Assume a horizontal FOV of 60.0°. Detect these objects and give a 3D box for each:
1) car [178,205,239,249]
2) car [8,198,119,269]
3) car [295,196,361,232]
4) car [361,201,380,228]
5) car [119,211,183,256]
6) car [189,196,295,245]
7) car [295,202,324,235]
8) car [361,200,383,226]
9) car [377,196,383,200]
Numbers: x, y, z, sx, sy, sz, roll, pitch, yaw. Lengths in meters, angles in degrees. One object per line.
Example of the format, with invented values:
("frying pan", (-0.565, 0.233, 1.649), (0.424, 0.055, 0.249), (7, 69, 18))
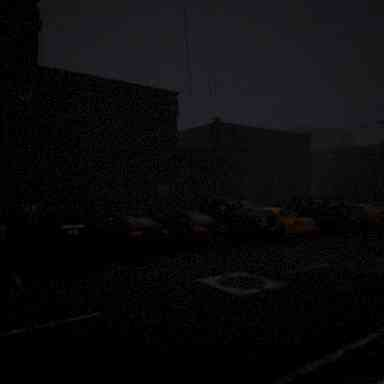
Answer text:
("car", (-0.385, 1.521, 14.693), (2.002, 1.452, 4.674), (0, 0, -35))
("car", (-4.877, 1.223, 11.531), (2.435, 2.045, 5.566), (0, 0, -35))
("car", (6.441, 1.247, 19.595), (2.435, 2.045, 5.566), (0, 0, -35))
("car", (8.716, 1.506, 21.188), (2.231, 1.521, 4.892), (0, 0, -35))
("car", (-2.596, 1.517, 13.118), (2.002, 1.452, 4.674), (0, 0, -35))
("car", (1.844, 1.234, 16.250), (2.435, 2.045, 5.566), (0, 0, -35))
("car", (4.085, 1.488, 18.109), (1.946, 1.575, 5.366), (0, 0, -35))
("car", (10.885, 1.511, 22.719), (2.097, 1.535, 5.008), (0, 0, -35))
("car", (13.229, 1.393, 24.434), (2.185, 1.767, 4.553), (0, 0, -35))
